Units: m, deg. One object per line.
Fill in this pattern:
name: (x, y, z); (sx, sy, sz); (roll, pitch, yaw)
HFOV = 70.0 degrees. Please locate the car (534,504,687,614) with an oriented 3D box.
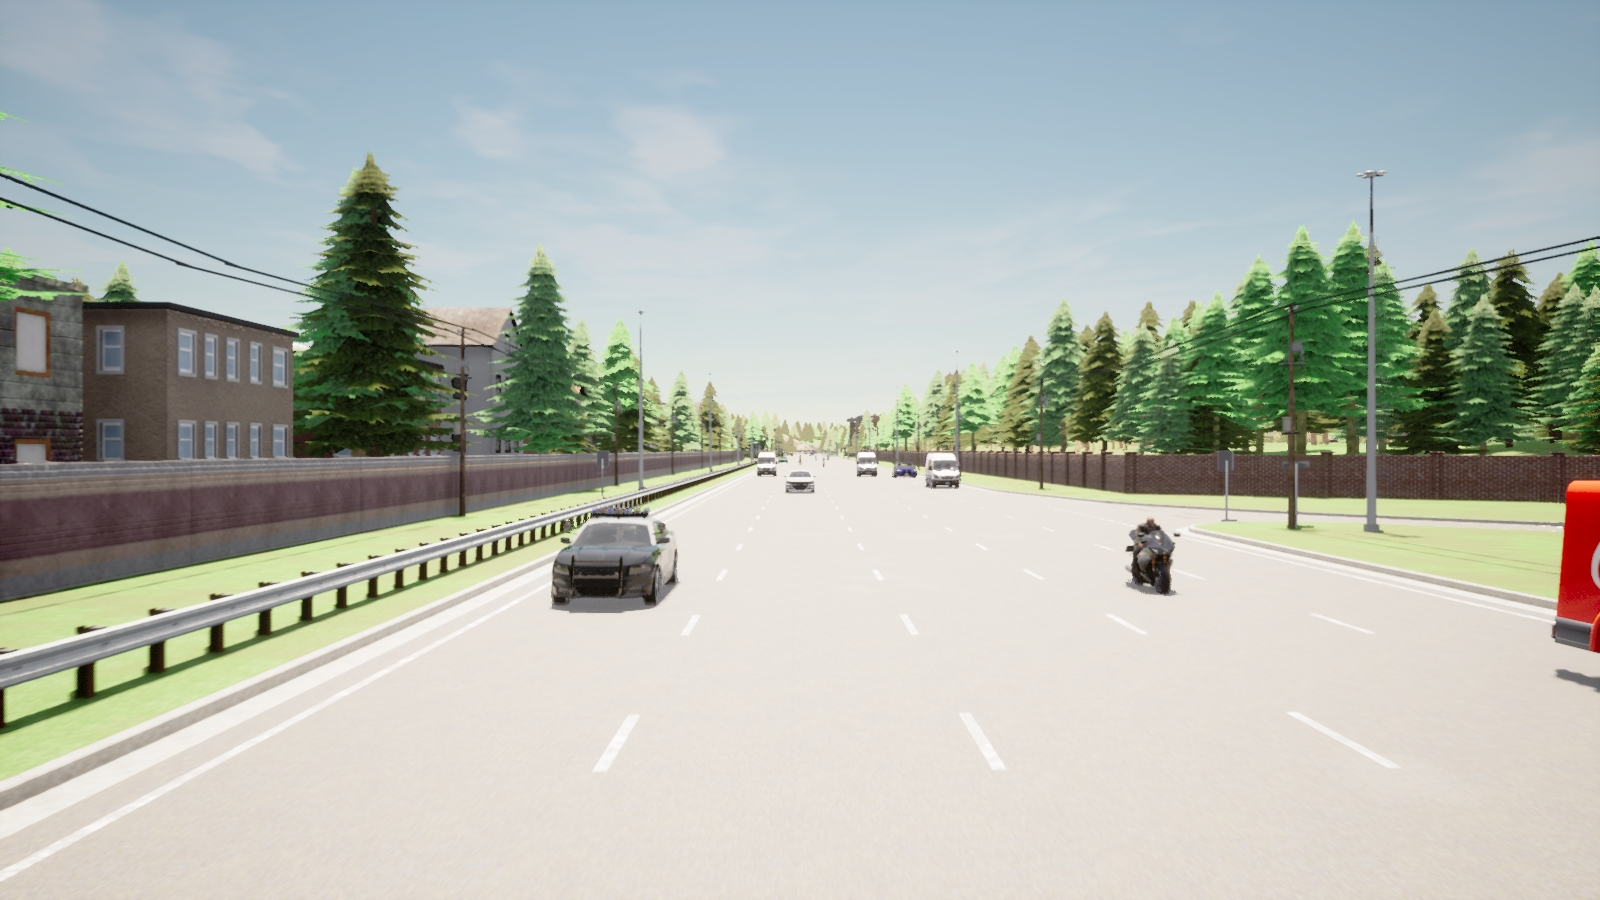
car: (-3.497, 1.982, 22.131); (2.097, 1.638, 5.238); (0, 0, 0)

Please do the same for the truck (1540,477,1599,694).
truck: (10.501, 1.568, 11.590); (2.627, 2.467, 5.204); (0, 0, 0)

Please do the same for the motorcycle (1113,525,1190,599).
motorcycle: (7.002, 2.205, 22.883); (0.867, 1.251, 2.209); (0, 0, 0)

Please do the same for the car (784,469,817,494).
car: (0.006, 2.034, 74.824); (2.097, 1.535, 5.006); (0, 0, 0)
